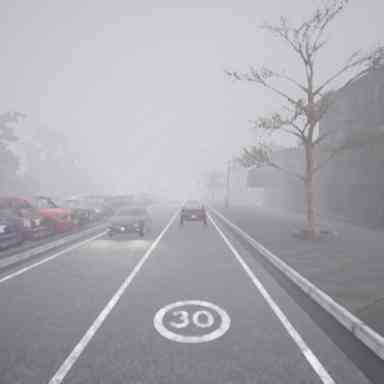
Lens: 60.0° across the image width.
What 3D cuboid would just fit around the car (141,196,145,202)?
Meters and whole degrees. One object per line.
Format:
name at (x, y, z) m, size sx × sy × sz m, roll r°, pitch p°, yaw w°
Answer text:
car at (-8.963, 1.568, 42.631) m, size 4.892 × 1.521 × 2.231 m, roll 0°, pitch 0°, yaw 0°

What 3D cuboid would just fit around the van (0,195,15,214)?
van at (-22.144, 1.334, 36.437) m, size 4.442 × 1.987 × 1.878 m, roll 0°, pitch 0°, yaw 0°

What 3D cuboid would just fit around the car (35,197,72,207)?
car at (-22.047, 1.545, 53.098) m, size 5.008 × 1.535 × 2.097 m, roll 0°, pitch 0°, yaw 0°

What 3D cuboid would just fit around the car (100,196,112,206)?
car at (-8.963, 1.408, 25.808) m, size 4.553 × 1.767 × 2.185 m, roll 0°, pitch 0°, yaw 0°

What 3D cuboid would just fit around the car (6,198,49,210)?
car at (-22.069, 1.597, 44.765) m, size 4.792 × 1.488 × 2.163 m, roll 0°, pitch 0°, yaw 0°

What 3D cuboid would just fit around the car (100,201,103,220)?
car at (-8.925, 1.567, 23.005) m, size 4.674 × 1.452 × 2.002 m, roll 0°, pitch 0°, yaw 0°

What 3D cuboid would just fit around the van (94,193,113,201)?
van at (-22.215, 1.154, 83.628) m, size 4.442 × 1.987 × 1.878 m, roll 0°, pitch 0°, yaw 0°

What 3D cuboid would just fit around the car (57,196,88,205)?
car at (-22.070, 1.501, 61.426) m, size 5.008 × 1.535 × 2.097 m, roll 0°, pitch 0°, yaw 0°

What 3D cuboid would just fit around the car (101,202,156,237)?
car at (-3.352, 1.545, 18.493) m, size 1.837 × 1.490 × 4.892 m, roll 0°, pitch 0°, yaw 0°

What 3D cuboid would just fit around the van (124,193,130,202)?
van at (-9.061, 1.328, 34.218) m, size 4.442 × 1.987 × 1.878 m, roll 0°, pitch 0°, yaw 0°

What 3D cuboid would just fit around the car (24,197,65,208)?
car at (-22.233, 1.552, 50.320) m, size 5.366 × 1.575 × 1.946 m, roll 0°, pitch 0°, yaw 0°

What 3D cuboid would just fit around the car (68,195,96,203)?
car at (-22.080, 1.472, 66.977) m, size 4.892 × 1.521 × 2.231 m, roll 0°, pitch 0°, yaw 0°

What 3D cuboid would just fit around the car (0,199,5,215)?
car at (-22.209, 1.550, 33.662) m, size 5.366 × 1.575 × 1.946 m, roll 0°, pitch 0°, yaw 0°

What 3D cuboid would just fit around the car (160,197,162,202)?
car at (-8.805, 1.478, 65.063) m, size 5.366 × 1.575 × 1.946 m, roll 0°, pitch 0°, yaw 0°

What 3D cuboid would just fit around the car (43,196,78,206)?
car at (-22.051, 1.533, 55.876) m, size 4.892 × 1.521 × 2.231 m, roll 0°, pitch 0°, yaw 0°

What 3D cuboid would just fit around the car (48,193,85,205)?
car at (-22.032, 1.266, 58.649) m, size 5.566 × 2.045 × 2.435 m, roll 0°, pitch 0°, yaw 0°

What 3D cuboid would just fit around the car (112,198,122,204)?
car at (-8.930, 1.541, 28.611) m, size 4.892 × 1.521 × 2.231 m, roll 0°, pitch 0°, yaw 0°

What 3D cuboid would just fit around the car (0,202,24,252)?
car at (-8.879, 1.375, 11.792) m, size 4.553 × 1.767 × 2.185 m, roll 0°, pitch 0°, yaw 0°

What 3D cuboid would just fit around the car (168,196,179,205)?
car at (-3.298, 1.537, 60.435) m, size 1.812 × 1.442 × 4.674 m, roll 0°, pitch 0°, yaw 1°

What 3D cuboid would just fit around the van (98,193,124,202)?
van at (-9.057, 1.321, 31.415) m, size 4.442 × 1.987 × 1.878 m, roll 0°, pitch 0°, yaw 0°

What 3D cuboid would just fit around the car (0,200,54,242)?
car at (-8.884, 1.382, 14.595) m, size 4.553 × 1.767 × 2.185 m, roll 0°, pitch 0°, yaw 0°

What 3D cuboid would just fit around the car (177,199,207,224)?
car at (0.095, 1.529, 25.229) m, size 1.882 × 1.535 × 5.008 m, roll 0°, pitch 0°, yaw 0°

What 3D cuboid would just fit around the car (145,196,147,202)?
car at (-8.959, 1.606, 45.434) m, size 4.674 × 1.452 × 2.002 m, roll 0°, pitch 0°, yaw 0°

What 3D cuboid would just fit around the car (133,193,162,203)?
car at (-8.967, 1.214, 67.865) m, size 5.566 × 2.045 × 2.435 m, roll 0°, pitch 0°, yaw 0°

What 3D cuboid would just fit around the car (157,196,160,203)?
car at (-8.989, 1.537, 62.260) m, size 4.674 × 1.452 × 2.002 m, roll 0°, pitch 0°, yaw 0°

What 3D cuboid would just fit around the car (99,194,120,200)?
car at (-22.102, 1.350, 89.182) m, size 5.008 × 1.535 × 2.097 m, roll 0°, pitch 0°, yaw 0°

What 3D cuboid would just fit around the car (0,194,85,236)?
car at (-8.891, 1.263, 17.399) m, size 5.566 × 2.045 × 2.435 m, roll 0°, pitch 0°, yaw 0°

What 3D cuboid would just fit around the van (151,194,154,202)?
van at (-8.857, 1.316, 53.845) m, size 4.442 × 1.987 × 1.878 m, roll 0°, pitch 0°, yaw 0°

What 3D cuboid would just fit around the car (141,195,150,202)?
car at (-8.995, 1.592, 48.242) m, size 4.792 × 1.488 × 2.163 m, roll 0°, pitch 0°, yaw 0°

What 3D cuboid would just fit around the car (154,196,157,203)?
car at (-8.973, 1.527, 56.654) m, size 5.008 × 1.535 × 2.097 m, roll 0°, pitch 0°, yaw 0°

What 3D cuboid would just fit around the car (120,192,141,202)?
car at (-8.921, 1.309, 37.023) m, size 5.566 × 2.045 × 2.435 m, roll 0°, pitch 0°, yaw 0°

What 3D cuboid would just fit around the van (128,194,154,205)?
van at (-9.099, 1.286, 59.455) m, size 4.442 × 1.987 × 1.878 m, roll 0°, pitch 0°, yaw 0°

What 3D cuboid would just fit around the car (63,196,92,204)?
car at (-22.074, 1.486, 64.202) m, size 5.008 × 1.535 × 2.097 m, roll 0°, pitch 0°, yaw 0°

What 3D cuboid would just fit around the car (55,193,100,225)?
car at (-8.895, 1.269, 20.202) m, size 5.566 × 2.045 × 2.435 m, roll 0°, pitch 0°, yaw 0°

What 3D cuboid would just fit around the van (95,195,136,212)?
van at (-9.069, 1.341, 39.823) m, size 4.442 × 1.987 × 1.878 m, roll 0°, pitch 0°, yaw 0°

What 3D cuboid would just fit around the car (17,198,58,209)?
car at (-22.015, 1.595, 47.549) m, size 4.792 × 1.488 × 2.163 m, roll 0°, pitch 0°, yaw 0°

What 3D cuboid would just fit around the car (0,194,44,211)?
car at (-22.007, 1.316, 41.991) m, size 5.566 × 2.045 × 2.435 m, roll 0°, pitch 0°, yaw 0°

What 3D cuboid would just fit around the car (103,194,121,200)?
car at (-22.109, 1.375, 91.957) m, size 4.674 × 1.452 × 2.002 m, roll 0°, pitch 0°, yaw 0°

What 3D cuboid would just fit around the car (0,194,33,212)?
car at (-22.060, 1.315, 39.214) m, size 5.566 × 2.045 × 2.435 m, roll 0°, pitch 0°, yaw 0°

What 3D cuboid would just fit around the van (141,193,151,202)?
van at (-9.086, 1.326, 51.044) m, size 4.442 × 1.987 × 1.878 m, roll 0°, pitch 0°, yaw 0°
